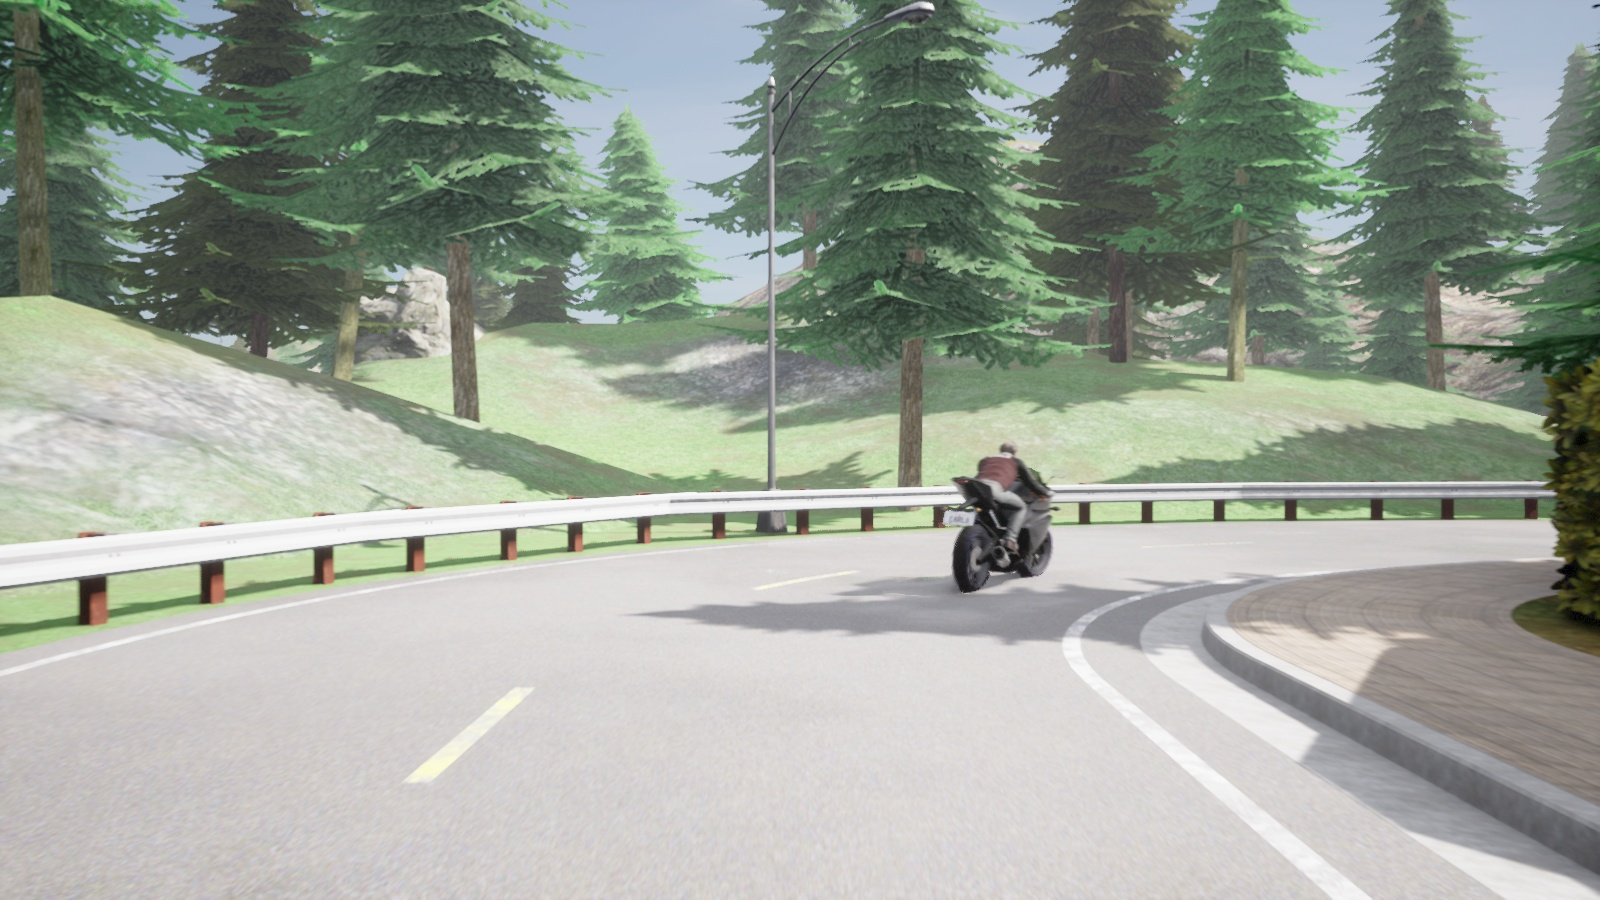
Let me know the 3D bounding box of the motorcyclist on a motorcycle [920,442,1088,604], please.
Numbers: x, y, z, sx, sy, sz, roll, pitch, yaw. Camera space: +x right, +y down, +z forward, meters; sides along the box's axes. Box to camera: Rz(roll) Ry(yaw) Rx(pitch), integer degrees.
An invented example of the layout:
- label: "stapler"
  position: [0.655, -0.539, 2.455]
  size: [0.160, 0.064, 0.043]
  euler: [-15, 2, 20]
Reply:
- label: "motorcyclist on a motorcycle"
  position: [2.171, 0.689, 13.105]
  size: [0.866, 1.530, 2.191]
  euler: [2, 1, 34]
